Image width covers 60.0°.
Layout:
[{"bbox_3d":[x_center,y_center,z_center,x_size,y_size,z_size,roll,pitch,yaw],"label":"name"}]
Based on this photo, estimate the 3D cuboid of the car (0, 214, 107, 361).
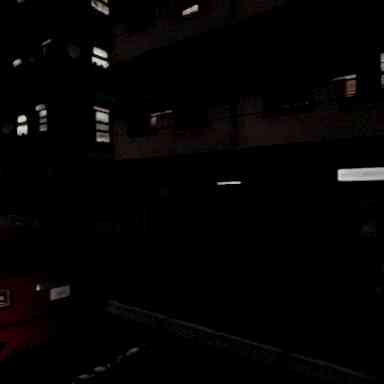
[{"bbox_3d":[-3.540,1.288,5.417,5.009,1.841,2.192,0,-1,36],"label":"car"}]
